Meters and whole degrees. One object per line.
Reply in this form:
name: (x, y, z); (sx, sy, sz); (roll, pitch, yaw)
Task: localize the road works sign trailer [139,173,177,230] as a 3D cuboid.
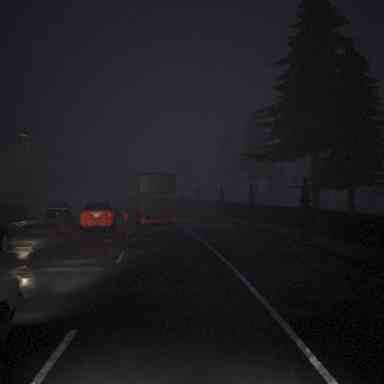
road works sign trailer: (-2.340, 0.523, 21.980); (2.380, 3.560, 2.880); (0, 0, -15)

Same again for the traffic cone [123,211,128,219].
traffic cone: (-5.560, 2.039, 28.365); (0.340, 0.580, 0.340); (0, 0, -15)

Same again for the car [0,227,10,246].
car: (-7.736, 1.526, 10.776); (1.882, 1.535, 5.008); (0, 0, -6)

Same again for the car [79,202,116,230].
car: (-6.086, 1.421, 21.833); (2.097, 1.767, 4.553); (0, 0, -12)

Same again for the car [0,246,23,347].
car: (-3.611, 1.620, 3.293); (1.895, 1.301, 4.718); (0, 0, -2)

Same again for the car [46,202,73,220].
car: (-11.849, 1.597, 29.855); (2.128, 1.511, 4.902); (0, 0, -17)
